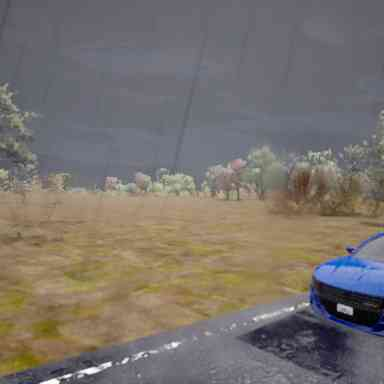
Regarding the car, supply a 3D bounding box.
[{"bbox_3d":[4.340,1.506,6.460,5.008,1.535,1.882,0,0,-35],"label":"car"}]
